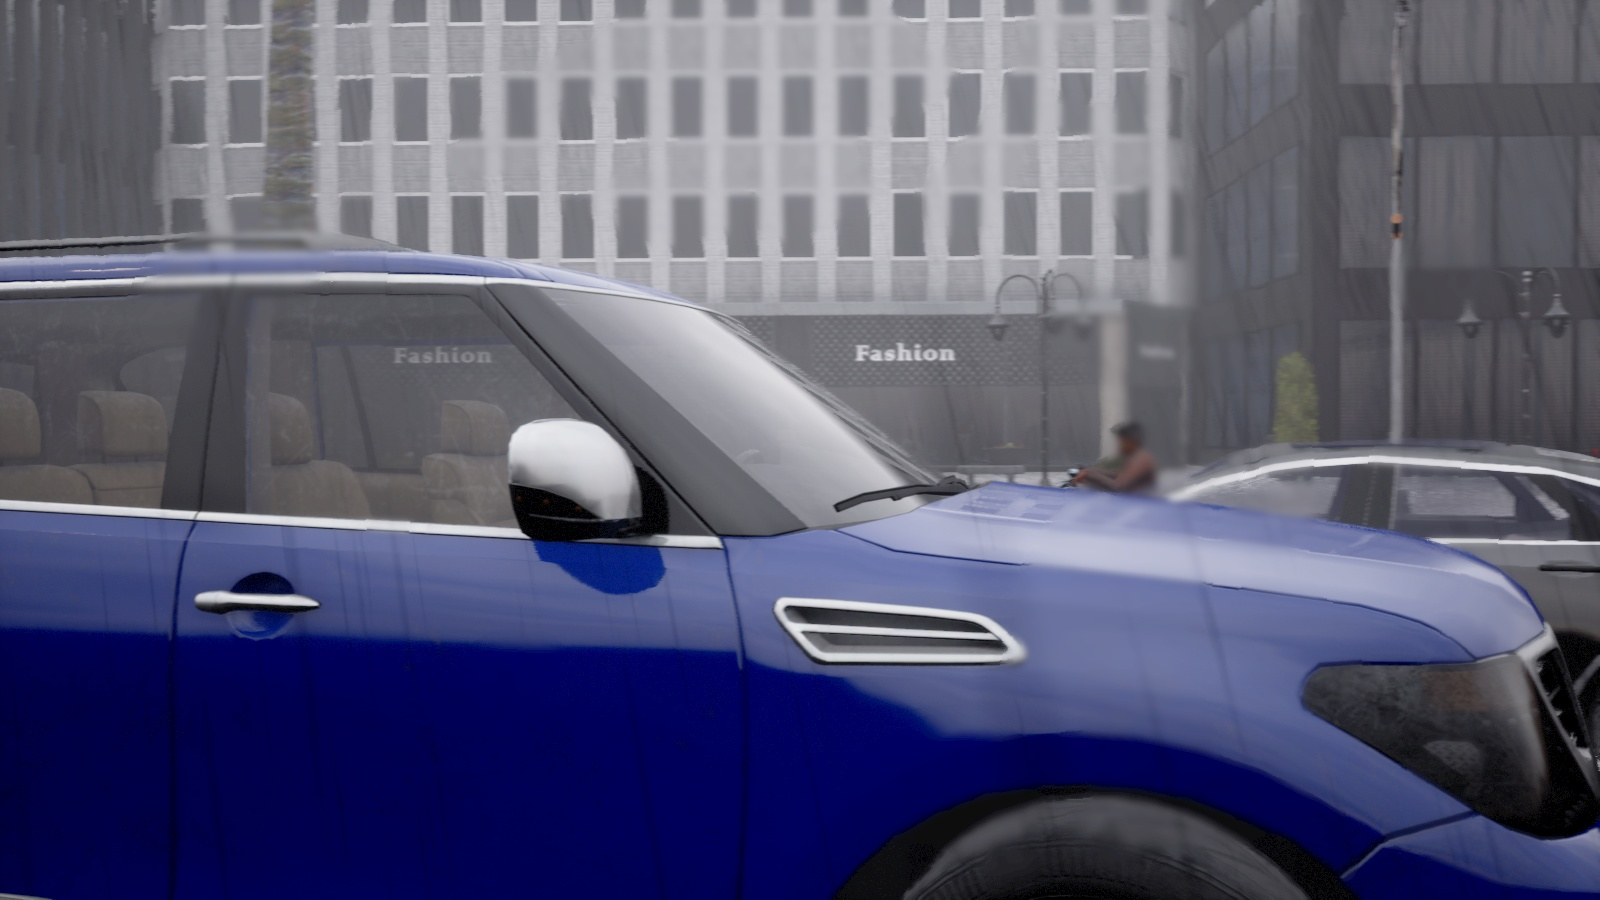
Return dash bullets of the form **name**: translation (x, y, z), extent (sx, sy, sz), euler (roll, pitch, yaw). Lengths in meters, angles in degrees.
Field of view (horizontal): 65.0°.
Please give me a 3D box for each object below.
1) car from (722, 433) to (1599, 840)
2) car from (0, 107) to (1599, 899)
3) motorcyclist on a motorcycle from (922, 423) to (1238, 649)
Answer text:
- **car**: translation (2.298, 0.684, 6.134), extent (4.902, 1.511, 2.128), euler (1, 1, 22)
- **car**: translation (-0.957, 0.481, 3.544), extent (5.566, 2.045, 2.150), euler (0, 1, 15)
- **motorcyclist on a motorcycle**: translation (2.196, 0.614, 9.883), extent (2.350, 1.649, 0.766), euler (0, 1, 19)
